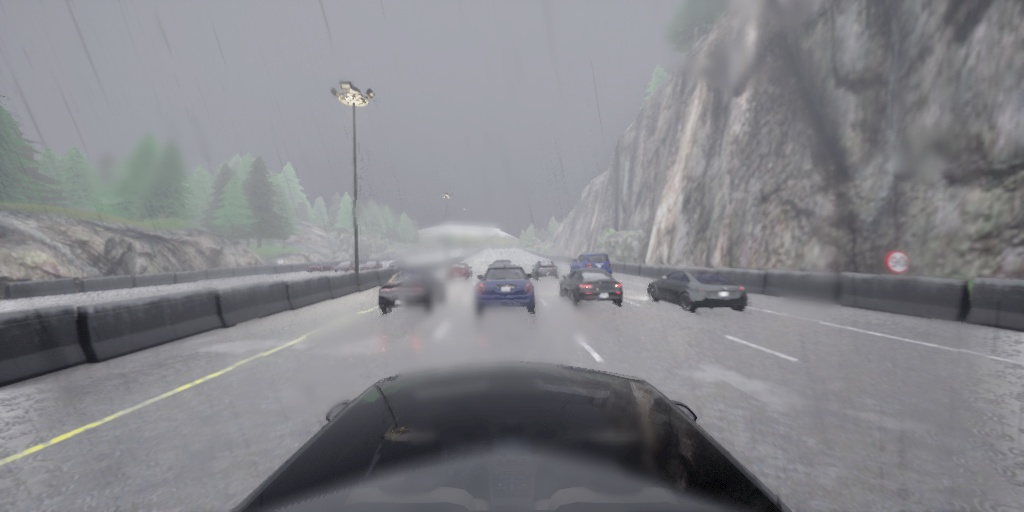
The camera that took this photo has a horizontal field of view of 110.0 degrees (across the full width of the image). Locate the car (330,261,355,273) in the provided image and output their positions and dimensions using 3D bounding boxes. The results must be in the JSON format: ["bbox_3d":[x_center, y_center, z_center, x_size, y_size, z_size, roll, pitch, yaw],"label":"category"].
[{"bbox_3d":[-22.612,1.460,49.142,1.812,1.442,4.674,-1,1,-2],"label":"car"}]

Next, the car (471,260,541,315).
[{"bbox_3d":[-0.263,1.125,14.066,2.097,1.767,4.553,-1,0,-2],"label":"car"}]

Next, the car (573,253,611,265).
[{"bbox_3d":[6.242,0.801,28.532,2.150,2.045,5.566,-1,1,-2],"label":"car"}]

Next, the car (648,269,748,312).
[{"bbox_3d":[6.759,1.194,13.531,1.994,1.385,4.181,-1,0,-2],"label":"car"}]

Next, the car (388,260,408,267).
[{"bbox_3d":[-15.623,1.296,49.379,1.837,1.490,4.892,-1,1,-2],"label":"car"}]

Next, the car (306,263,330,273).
[{"bbox_3d":[-26.103,1.607,49.028,1.895,1.301,4.718,-1,1,-2],"label":"car"}]

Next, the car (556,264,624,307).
[{"bbox_3d":[3.215,1.227,15.023,1.812,1.442,4.674,-1,0,-2],"label":"car"}]

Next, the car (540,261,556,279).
[{"bbox_3d":[2.718,1.135,29.458,2.128,1.511,4.902,-1,1,-2],"label":"car"}]

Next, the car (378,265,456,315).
[{"bbox_3d":[-3.766,1.337,14.285,2.128,1.511,4.902,-1,0,-2],"label":"car"}]

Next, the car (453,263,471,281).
[{"bbox_3d":[-4.305,1.305,30.256,1.812,1.442,4.674,-1,0,-2],"label":"car"}]

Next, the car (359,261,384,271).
[{"bbox_3d":[-19.118,1.388,49.266,1.812,1.442,4.674,-1,1,-2],"label":"car"}]
